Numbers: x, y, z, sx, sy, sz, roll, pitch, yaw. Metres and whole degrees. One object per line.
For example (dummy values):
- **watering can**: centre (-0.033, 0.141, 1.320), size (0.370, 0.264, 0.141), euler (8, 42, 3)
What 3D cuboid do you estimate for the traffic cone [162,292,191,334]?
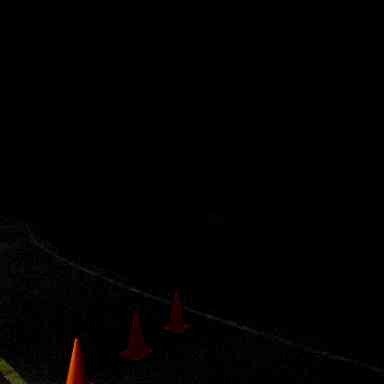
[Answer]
- **traffic cone**: centre (-0.250, 1.931, 5.447), size (0.340, 0.580, 0.340), euler (1, 1, 31)

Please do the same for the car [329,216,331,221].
- **car**: centre (35.637, 6.632, 82.728), size (1.851, 1.617, 3.988), euler (-4, -3, 4)

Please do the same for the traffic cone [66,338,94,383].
- **traffic cone**: centre (-1.290, 1.945, 3.746), size (0.340, 0.580, 0.340), euler (1, 1, 31)

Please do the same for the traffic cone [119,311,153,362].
- **traffic cone**: centre (-0.770, 1.938, 4.597), size (0.340, 0.580, 0.340), euler (1, 1, 32)
